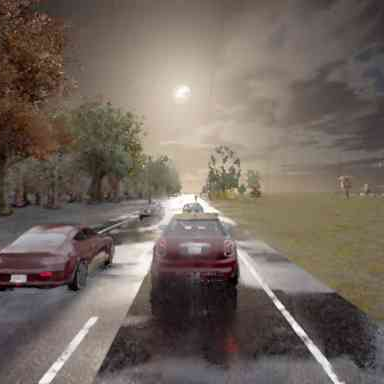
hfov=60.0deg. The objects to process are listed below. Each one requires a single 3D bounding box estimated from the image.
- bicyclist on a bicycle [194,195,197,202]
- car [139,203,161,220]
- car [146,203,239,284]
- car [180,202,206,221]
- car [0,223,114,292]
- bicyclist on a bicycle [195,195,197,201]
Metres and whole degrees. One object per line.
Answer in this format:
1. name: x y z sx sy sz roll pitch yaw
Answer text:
1. bicyclist on a bicycle: 0.945 1.718 88.719 0.582 1.620 1.656 0 0 0
2. car: -3.411 1.633 29.059 2.033 1.411 5.357 0 0 0
3. car: 0.078 1.381 9.812 2.097 1.767 4.553 0 0 0
4. car: 0.090 1.633 29.098 2.033 1.411 5.357 0 0 0
5. car: -3.420 1.552 8.894 1.812 1.442 4.674 0 0 0
6. bicyclist on a bicycle: 0.946 1.607 79.715 0.659 1.776 1.843 0 0 0
